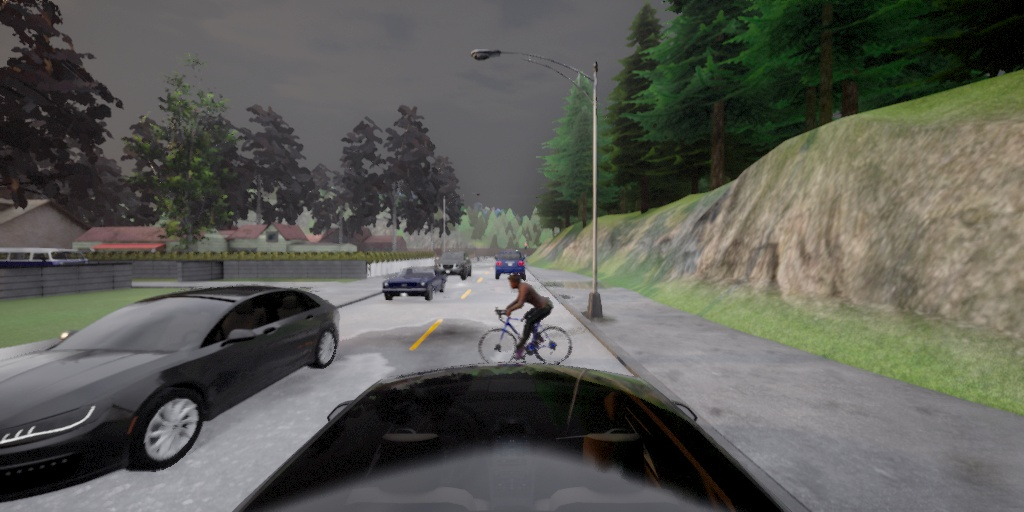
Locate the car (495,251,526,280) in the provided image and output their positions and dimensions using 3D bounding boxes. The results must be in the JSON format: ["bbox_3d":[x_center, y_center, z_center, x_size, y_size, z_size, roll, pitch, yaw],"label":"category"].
[{"bbox_3d":[-0.144,0.652,27.243,2.150,2.045,5.566,0,1,0],"label":"car"}]

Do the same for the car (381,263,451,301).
[{"bbox_3d":[-4.232,1.172,16.197,1.895,1.301,4.718,0,1,0],"label":"car"}]

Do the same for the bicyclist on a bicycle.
[{"bbox_3d":[0.226,1.131,6.298,1.656,1.620,0.582,-2,1,-1],"label":"bicyclist on a bicycle"}]

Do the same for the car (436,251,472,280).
[{"bbox_3d":[-4.305,0.657,26.893,2.150,2.045,5.566,0,1,0],"label":"car"}]

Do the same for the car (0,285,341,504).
[{"bbox_3d":[-4.121,1.219,4.858,1.837,1.490,4.892,0,0,-1],"label":"car"}]
